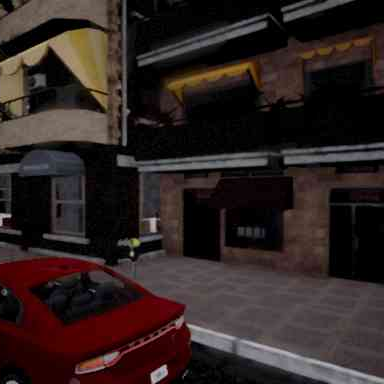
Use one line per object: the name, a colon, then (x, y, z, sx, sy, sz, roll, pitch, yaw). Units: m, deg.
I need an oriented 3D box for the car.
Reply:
car: (-2.123, 1.558, 4.381, 4.507, 1.381, 1.887, 0, 0, 35)
